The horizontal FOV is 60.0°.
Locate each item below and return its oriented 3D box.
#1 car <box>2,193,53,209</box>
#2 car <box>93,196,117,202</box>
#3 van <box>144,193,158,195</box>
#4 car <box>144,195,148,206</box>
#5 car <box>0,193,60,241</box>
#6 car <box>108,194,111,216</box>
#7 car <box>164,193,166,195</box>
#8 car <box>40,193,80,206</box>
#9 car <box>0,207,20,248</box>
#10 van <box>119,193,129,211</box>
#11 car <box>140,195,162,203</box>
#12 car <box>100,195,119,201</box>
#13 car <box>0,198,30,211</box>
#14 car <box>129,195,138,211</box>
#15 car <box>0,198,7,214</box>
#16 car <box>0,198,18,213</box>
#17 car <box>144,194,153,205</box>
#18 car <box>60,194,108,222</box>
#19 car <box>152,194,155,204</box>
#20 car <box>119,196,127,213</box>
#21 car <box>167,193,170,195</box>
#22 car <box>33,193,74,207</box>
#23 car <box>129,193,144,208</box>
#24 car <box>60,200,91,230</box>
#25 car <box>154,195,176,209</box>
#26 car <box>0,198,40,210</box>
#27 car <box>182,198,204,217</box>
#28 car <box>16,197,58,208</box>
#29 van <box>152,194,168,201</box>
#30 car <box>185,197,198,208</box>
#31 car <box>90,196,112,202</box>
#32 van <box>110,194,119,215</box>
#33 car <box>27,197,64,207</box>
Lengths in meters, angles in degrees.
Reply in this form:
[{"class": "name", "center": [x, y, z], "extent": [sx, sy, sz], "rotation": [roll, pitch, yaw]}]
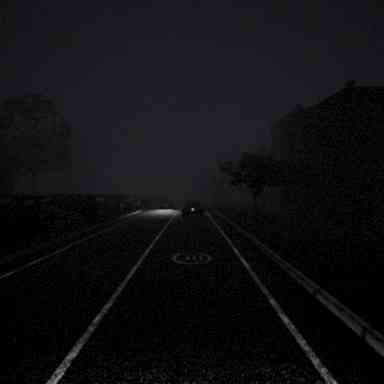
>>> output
[{"class": "car", "center": [-21.935, 1.209, 44.499], "extent": [5.566, 2.045, 2.435], "rotation": [0, 0, 0]}, {"class": "car", "center": [-21.845, 1.689, 83.514], "extent": [5.366, 1.575, 1.946], "rotation": [0, 0, 0]}, {"class": "van", "center": [-8.791, 1.311, 58.707], "extent": [4.442, 1.987, 1.878], "rotation": [0, 0, 0]}, {"class": "car", "center": [-8.854, 1.490, 44.691], "extent": [4.792, 1.488, 2.163], "rotation": [0, 0, 0]}, {"class": "car", "center": [-8.880, 1.142, 13.858], "extent": [5.566, 2.045, 2.435], "rotation": [0, 0, 0]}, {"class": "car", "center": [-8.823, 1.274, 25.068], "extent": [4.553, 1.767, 2.185], "rotation": [0, 0, 0]}, {"class": "car", "center": [-8.905, 1.516, 75.525], "extent": [4.553, 1.767, 2.185], "rotation": [0, 0, 0]}, {"class": "car", "center": [-21.954, 1.266, 55.516], "extent": [5.566, 2.045, 2.435], "rotation": [0, 0, 0]}, {"class": "car", "center": [-8.846, 1.402, 11.057], "extent": [4.892, 1.521, 2.231], "rotation": [0, 0, 0]}, {"class": "van", "center": [-8.981, 1.199, 33.479], "extent": [4.442, 1.987, 1.878], "rotation": [0, 0, 0]}, {"class": "car", "center": [-8.963, 1.498, 72.722], "extent": [4.553, 1.767, 2.185], "rotation": [0, 0, 0]}, {"class": "car", "center": [-22.070, 1.601, 89.065], "extent": [4.553, 1.767, 2.185], "rotation": [0, 0, 0]}, {"class": "car", "center": [-21.924, 1.471, 38.930], "extent": [4.792, 1.488, 2.163], "rotation": [0, 0, 0]}, {"class": "car", "center": [-8.864, 1.433, 36.282], "extent": [5.008, 1.535, 2.097], "rotation": [0, 0, 0]}, {"class": "car", "center": [-21.759, 1.421, 33.359], "extent": [5.366, 1.575, 1.946], "rotation": [0, 0, 0]}, {"class": "car", "center": [-21.943, 1.433, 36.145], "extent": [5.008, 1.535, 2.097], "rotation": [0, 0, 0]}, {"class": "car", "center": [-8.888, 1.486, 50.299], "extent": [5.008, 1.535, 2.097], "rotation": [0, 0, 0]}, {"class": "car", "center": [-8.881, 1.143, 22.268], "extent": [5.566, 2.045, 2.435], "rotation": [0, 0, 0]}, {"class": "car", "center": [-9.084, 1.499, 53.099], "extent": [5.366, 1.575, 1.946], "rotation": [0, 0, 0]}, {"class": "car", "center": [-8.855, 1.417, 30.676], "extent": [4.892, 1.521, 2.231], "rotation": [0, 0, 0]}, {"class": "car", "center": [-8.918, 1.425, 81.133], "extent": [5.566, 2.045, 2.435], "rotation": [0, 0, 0]}, {"class": "car", "center": [-21.948, 1.250, 52.854], "extent": [5.566, 2.045, 2.435], "rotation": [0, 0, 0]}, {"class": "car", "center": [-8.902, 1.190, 39.087], "extent": [5.566, 2.045, 2.435], "rotation": [0, 0, 0]}, {"class": "car", "center": [-8.858, 1.391, 19.462], "extent": [4.892, 1.521, 2.231], "rotation": [0, 0, 0]}, {"class": "car", "center": [-3.354, 1.484, 44.184], "extent": [2.128, 1.511, 4.902], "rotation": [0, 0, 0]}, {"class": "car", "center": [-21.987, 1.479, 41.715], "extent": [4.792, 1.488, 2.163], "rotation": [0, 0, 0]}, {"class": "car", "center": [0.078, 1.516, 31.168], "extent": [1.994, 1.385, 4.181], "rotation": [0, 0, 0]}, {"class": "car", "center": [-21.962, 1.472, 47.284], "extent": [5.008, 1.535, 2.097], "rotation": [0, 0, 0]}, {"class": "van", "center": [-9.087, 1.538, 95.149], "extent": [4.442, 1.987, 1.878], "rotation": [0, 0, 0]}, {"class": "car", "center": [-0.010, 1.532, 47.794], "extent": [1.812, 1.442, 4.674], "rotation": [0, 0, 0]}, {"class": "car", "center": [-22.031, 1.676, 80.737], "extent": [4.892, 1.521, 2.231], "rotation": [0, 0, 0]}, {"class": "van", "center": [-8.741, 1.182, 27.873], "extent": [4.442, 1.987, 1.878], "rotation": [0, 0, 0]}, {"class": "car", "center": [-21.970, 1.525, 49.945], "extent": [4.674, 1.452, 2.002], "rotation": [0, 0, 0]}]
